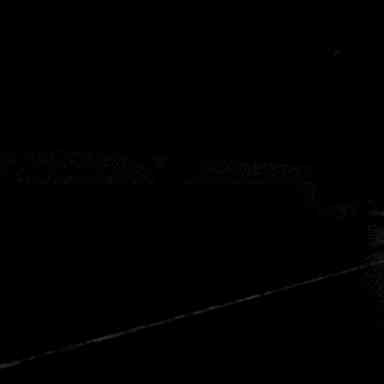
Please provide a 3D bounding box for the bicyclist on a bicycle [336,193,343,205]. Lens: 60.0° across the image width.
[{"bbox_3d":[18.260,0.999,41.186,1.656,1.620,0.582,-1,1,-37],"label":"bicyclist on a bicycle"}]
